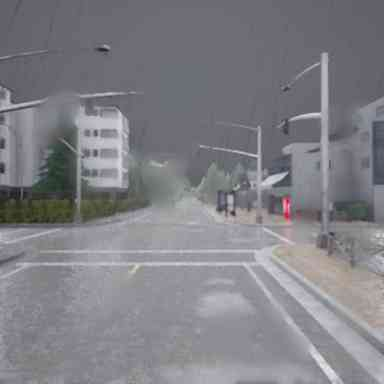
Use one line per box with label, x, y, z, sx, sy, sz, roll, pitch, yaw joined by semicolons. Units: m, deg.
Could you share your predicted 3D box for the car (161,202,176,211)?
car;-3.496;2.125;49.835;1.994;1.385;4.181;0;0;0
